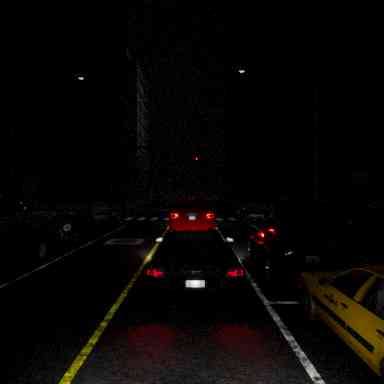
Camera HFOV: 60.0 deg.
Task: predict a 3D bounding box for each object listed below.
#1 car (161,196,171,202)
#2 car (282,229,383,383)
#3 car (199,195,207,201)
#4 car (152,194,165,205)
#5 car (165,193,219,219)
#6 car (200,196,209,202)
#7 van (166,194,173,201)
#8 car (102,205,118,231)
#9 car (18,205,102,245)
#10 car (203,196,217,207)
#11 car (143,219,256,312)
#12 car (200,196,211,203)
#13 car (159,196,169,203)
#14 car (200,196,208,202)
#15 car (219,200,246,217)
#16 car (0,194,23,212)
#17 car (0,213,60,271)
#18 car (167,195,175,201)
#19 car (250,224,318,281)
[{"bbox_3d":[-5.718,1.549,74.127,1.752,1.417,4.829,0,0,0],"label":"car"},{"bbox_3d":[2.764,1.525,4.373,1.752,1.417,4.829,0,0,0],"label":"car"},{"bbox_3d":[2.814,1.556,85.337,1.752,1.417,4.829,0,0,0],"label":"car"},{"bbox_3d":[-5.728,1.329,57.985,2.192,1.841,5.009,0,0,0],"label":"car"},{"bbox_3d":[0.014,1.223,17.209,2.150,2.045,5.566,0,0,0],"label":"car"},{"bbox_3d":[2.807,1.568,74.292,1.887,1.381,4.507,0,0,0],"label":"car"},{"bbox_3d":[-5.712,1.372,85.173,1.690,1.788,3.998,0,0,0],"label":"van"},{"bbox_3d":[-5.751,1.527,20.407,1.752,1.417,4.829,0,0,0],"label":"car"},{"bbox_3d":[-5.755,1.441,15.120,1.967,1.590,4.097,0,0,0],"label":"car"},{"bbox_3d":[2.794,1.452,52.542,1.967,1.590,4.097,0,0,0],"label":"car"},{"bbox_3d":[0.064,1.564,7.789,1.994,1.385,4.181,0,0,0],"label":"car"},{"bbox_3d":[2.804,1.571,68.854,2.008,1.369,4.403,0,0,0],"label":"car"},{"bbox_3d":[-5.721,1.602,68.860,1.802,1.307,4.206,0,0,0],"label":"car"},{"bbox_3d":[2.810,1.572,79.730,1.887,1.381,4.507,0,0,0],"label":"car"},{"bbox_3d":[2.741,1.558,32.070,5.008,1.535,1.882,1,0,0],"label":"car"},{"bbox_3d":[-17.737,1.035,32.043,4.553,1.767,2.097,1,0,0],"label":"car"},{"bbox_3d":[-5.758,1.545,9.663,1.887,1.381,4.507,0,0,0],"label":"car"},{"bbox_3d":[-5.708,1.586,90.610,2.008,1.369,4.403,0,0,0],"label":"car"},{"bbox_3d":[2.767,1.566,9.659,1.947,1.339,4.313,0,0,0],"label":"car"}]
